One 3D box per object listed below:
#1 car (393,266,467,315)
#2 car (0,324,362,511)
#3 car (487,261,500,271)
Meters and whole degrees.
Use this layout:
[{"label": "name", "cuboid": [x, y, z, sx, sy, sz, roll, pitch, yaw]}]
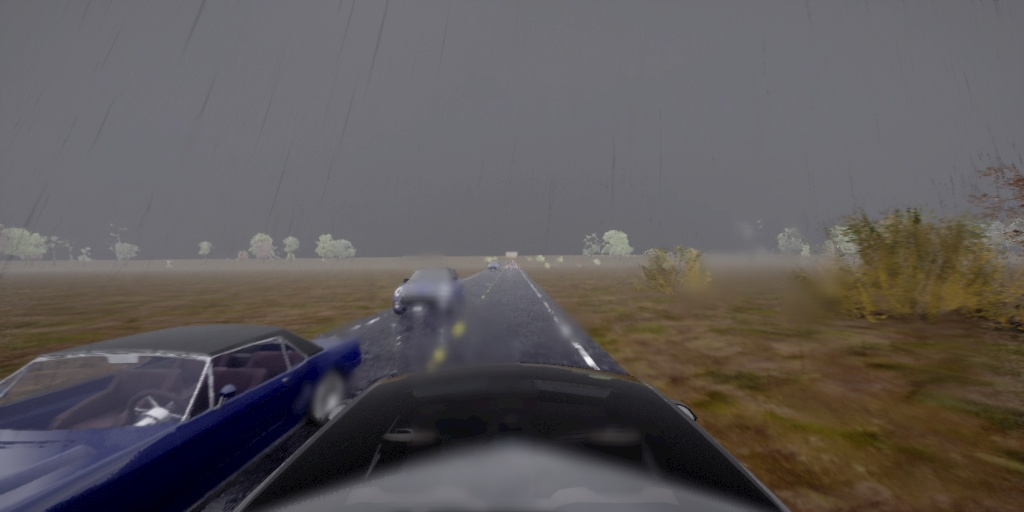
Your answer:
[{"label": "car", "cuboid": [-3.097, 1.230, 14.265, 2.097, 1.767, 4.553, 0, -1, 0]}, {"label": "car", "cuboid": [-3.101, 1.380, 2.992, 1.895, 1.301, 4.718, 0, 0, 0]}, {"label": "car", "cuboid": [-3.078, 1.637, 60.570, 2.097, 1.767, 4.553, 0, -1, 1]}]
